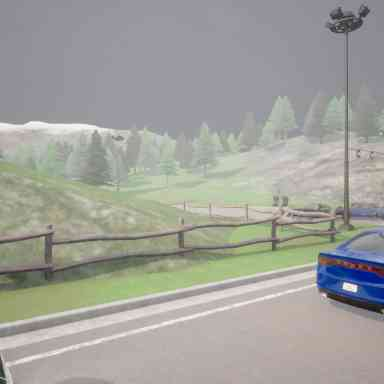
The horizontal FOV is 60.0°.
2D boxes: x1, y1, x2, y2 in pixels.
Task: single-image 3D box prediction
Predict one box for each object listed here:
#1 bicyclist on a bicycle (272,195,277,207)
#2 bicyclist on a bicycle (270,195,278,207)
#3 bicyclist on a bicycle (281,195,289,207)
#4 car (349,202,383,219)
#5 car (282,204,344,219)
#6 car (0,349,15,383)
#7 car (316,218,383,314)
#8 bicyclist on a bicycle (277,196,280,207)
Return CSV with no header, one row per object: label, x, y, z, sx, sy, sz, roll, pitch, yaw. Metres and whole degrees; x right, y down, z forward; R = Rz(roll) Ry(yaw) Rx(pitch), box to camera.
bicyclist on a bicycle,12.171,1.302,47.422,0.582,1.620,1.656,0,0,34
bicyclist on a bicycle,11.803,1.302,47.674,0.582,1.620,1.656,0,0,34
bicyclist on a bicycle,13.269,1.302,46.662,0.582,1.620,1.656,0,0,35
car,14.168,1.547,27.753,5.357,1.411,2.033,0,0,40
car,9.627,1.601,26.941,4.718,1.301,1.895,0,0,39
car,-3.281,1.352,1.472,4.553,1.767,2.097,0,0,-35
car,4.750,1.478,7.074,5.008,1.535,1.882,0,0,-34
bicyclist on a bicycle,12.904,1.302,46.916,0.582,1.620,1.656,0,0,35
